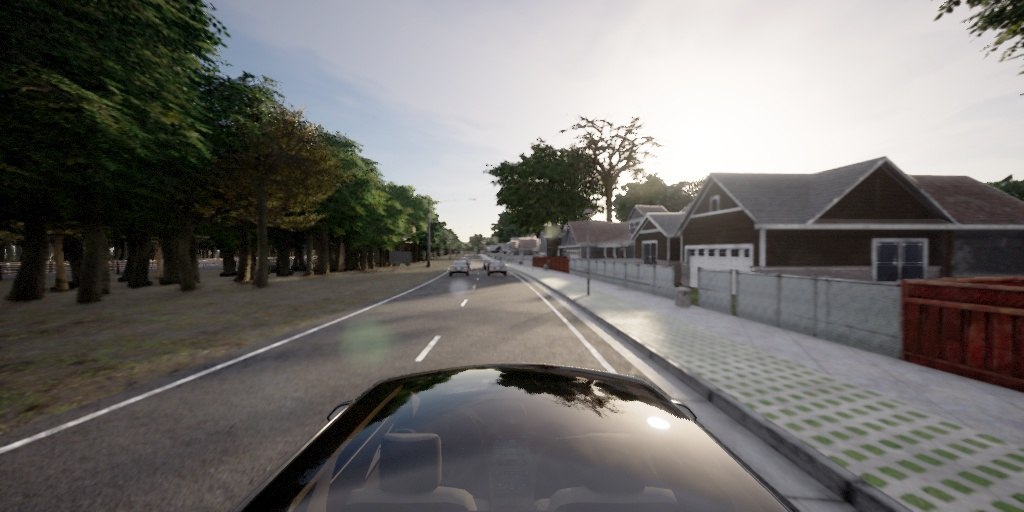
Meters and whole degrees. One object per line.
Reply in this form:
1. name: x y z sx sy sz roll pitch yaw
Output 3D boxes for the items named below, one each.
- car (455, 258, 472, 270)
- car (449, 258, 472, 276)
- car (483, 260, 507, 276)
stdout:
1. car: -6.375 1.021 47.904 2.128 1.511 4.902 0 0 -6
2. car: -4.977 1.166 34.339 2.033 1.411 5.357 0 0 -6
3. car: -1.494 1.155 34.703 2.033 1.411 5.357 0 0 -6
